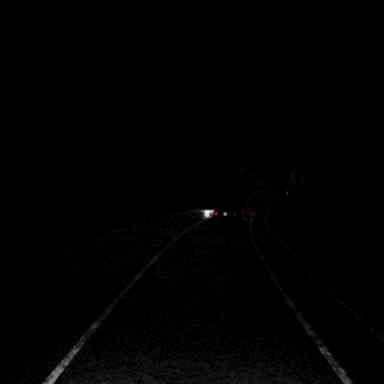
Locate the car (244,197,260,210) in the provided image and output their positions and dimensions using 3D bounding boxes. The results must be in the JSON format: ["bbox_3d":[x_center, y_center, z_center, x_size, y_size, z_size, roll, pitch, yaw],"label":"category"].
[{"bbox_3d":[7.252,1.381,41.061,1.882,1.535,5.008,2,1,18],"label":"car"}]

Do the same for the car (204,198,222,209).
[{"bbox_3d":[2.892,1.363,39.664,1.994,1.385,4.181,2,1,18],"label":"car"}]

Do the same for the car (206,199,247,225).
[{"bbox_3d":[2.594,1.465,23.761,2.033,1.411,5.357,1,0,11],"label":"car"}]
